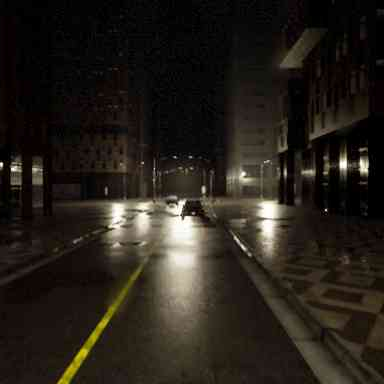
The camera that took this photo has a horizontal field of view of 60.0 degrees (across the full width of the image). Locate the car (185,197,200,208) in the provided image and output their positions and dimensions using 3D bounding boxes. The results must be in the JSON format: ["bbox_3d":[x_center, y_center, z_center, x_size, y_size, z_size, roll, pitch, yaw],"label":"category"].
[{"bbox_3d":[0.104,1.399,44.303,1.895,1.301,4.718,0,0,0],"label":"car"}]

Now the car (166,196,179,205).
[{"bbox_3d":[-3.007,1.309,51.904,2.033,1.411,5.357,0,0,0],"label":"car"}]

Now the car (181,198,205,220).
[{"bbox_3d":[0.098,1.401,27.017,1.812,1.442,4.674,0,0,0],"label":"car"}]
